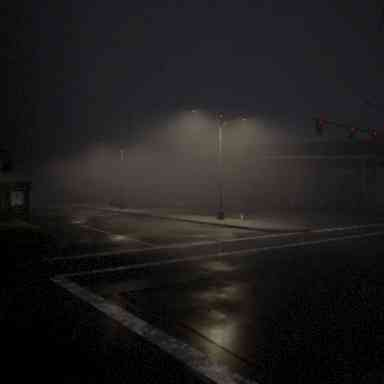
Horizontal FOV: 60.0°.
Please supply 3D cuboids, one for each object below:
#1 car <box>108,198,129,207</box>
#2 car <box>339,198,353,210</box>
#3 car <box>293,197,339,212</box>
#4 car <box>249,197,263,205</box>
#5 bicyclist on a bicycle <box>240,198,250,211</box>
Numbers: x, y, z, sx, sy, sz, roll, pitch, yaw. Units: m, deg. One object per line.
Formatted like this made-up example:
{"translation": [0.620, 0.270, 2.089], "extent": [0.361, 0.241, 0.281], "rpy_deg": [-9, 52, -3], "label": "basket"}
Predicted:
{"translation": [-11.190, 1.610, 50.671], "extent": [1.994, 1.385, 4.181], "rpy_deg": [0, 0, -35], "label": "car"}
{"translation": [18.069, 1.533, 42.007], "extent": [1.970, 1.475, 3.806], "rpy_deg": [0, 0, -35], "label": "car"}
{"translation": [13.807, 1.362, 38.080], "extent": [2.242, 1.667, 4.611], "rpy_deg": [0, 0, -35], "label": "car"}
{"translation": [11.959, 1.656, 61.101], "extent": [1.994, 1.385, 4.181], "rpy_deg": [0, 0, 29], "label": "car"}
{"translation": [6.228, 1.488, 39.715], "extent": [1.656, 1.620, 0.582], "rpy_deg": [-6, -7, -37], "label": "bicyclist on a bicycle"}
